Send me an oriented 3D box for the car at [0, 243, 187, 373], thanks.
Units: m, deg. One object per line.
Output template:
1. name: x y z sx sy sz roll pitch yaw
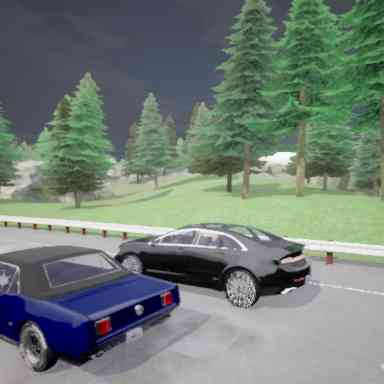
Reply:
1. car: -2.609 1.598 5.616 4.718 1.301 1.895 0 0 33

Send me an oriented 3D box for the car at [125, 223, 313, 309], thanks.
1. car: 0.270 1.487 7.892 4.902 1.511 2.128 0 0 34
